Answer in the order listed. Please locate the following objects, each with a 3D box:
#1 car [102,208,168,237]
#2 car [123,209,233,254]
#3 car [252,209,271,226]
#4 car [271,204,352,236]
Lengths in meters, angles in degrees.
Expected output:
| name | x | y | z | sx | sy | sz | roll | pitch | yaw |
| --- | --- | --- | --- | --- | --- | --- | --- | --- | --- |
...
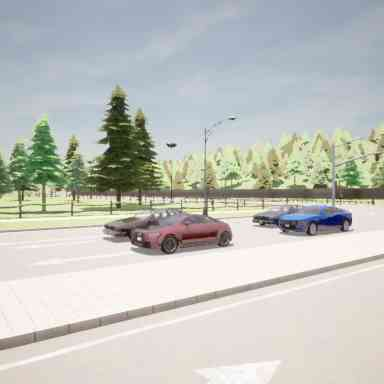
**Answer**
| name | x | y | z | sx | sy | sz | roll | pitch | yaw |
| --- | --- | --- | --- | --- | --- | --- | --- | --- | --- |
| car | -1.705 | 1.547 | 16.869 | 5.357 | 1.411 | 2.033 | 0 | 0 | -35 |
| car | -0.345 | 1.564 | 13.546 | 4.181 | 1.385 | 1.994 | 0 | 0 | -36 |
| car | 6.531 | 1.547 | 22.643 | 5.357 | 1.411 | 2.033 | 0 | 0 | -35 |
| car | 6.990 | 1.478 | 18.700 | 5.008 | 1.535 | 1.882 | 0 | 0 | -35 |
